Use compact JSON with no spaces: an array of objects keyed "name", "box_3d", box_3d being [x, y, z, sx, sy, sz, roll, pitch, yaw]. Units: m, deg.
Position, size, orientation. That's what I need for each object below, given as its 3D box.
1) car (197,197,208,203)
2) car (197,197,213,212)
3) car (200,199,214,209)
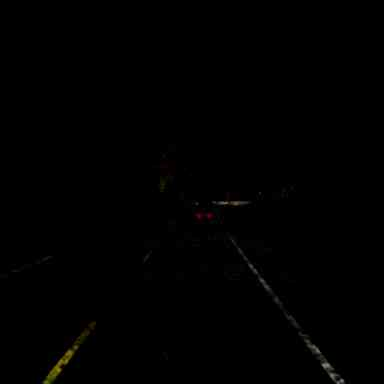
[{"name":"car","box_3d":[2.799,2.126,87.775,2.128,1.511,4.902,0,0,8]},{"name":"car","box_3d":[1.686,1.802,43.115,2.128,1.511,4.902,0,0,4]},{"name":"car","box_3d":[2.548,1.940,55.340,2.033,1.411,5.357,0,0,5]}]
